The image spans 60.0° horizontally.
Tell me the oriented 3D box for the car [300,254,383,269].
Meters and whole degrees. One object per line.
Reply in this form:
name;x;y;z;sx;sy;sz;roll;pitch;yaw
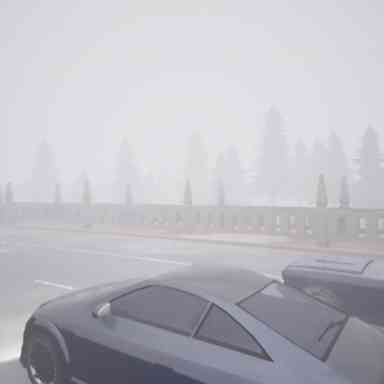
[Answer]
car;3.863;1.570;5.408;4.718;1.301;1.895;0;0;35

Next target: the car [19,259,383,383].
car;-0.075;1.552;3.781;4.181;1.385;1.994;0;0;34
